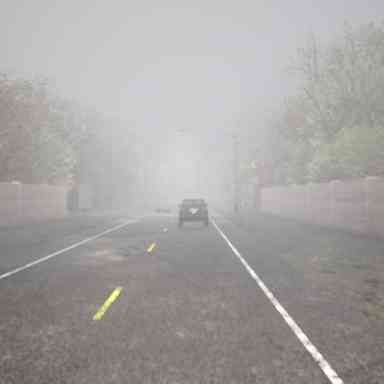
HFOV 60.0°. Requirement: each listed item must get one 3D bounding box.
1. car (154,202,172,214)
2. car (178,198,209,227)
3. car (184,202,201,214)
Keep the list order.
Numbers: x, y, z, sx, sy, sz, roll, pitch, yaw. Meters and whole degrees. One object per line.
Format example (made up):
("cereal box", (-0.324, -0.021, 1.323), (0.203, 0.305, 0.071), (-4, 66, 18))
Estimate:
("car", (-3.568, 1.955, 41.748), (2.033, 1.411, 5.357), (0, -1, 0))
("car", (0.109, 1.465, 24.885), (2.150, 2.045, 5.566), (-1, -1, 0))
("car", (0.082, 1.982, 42.860), (1.994, 1.385, 4.181), (0, 0, 0))
